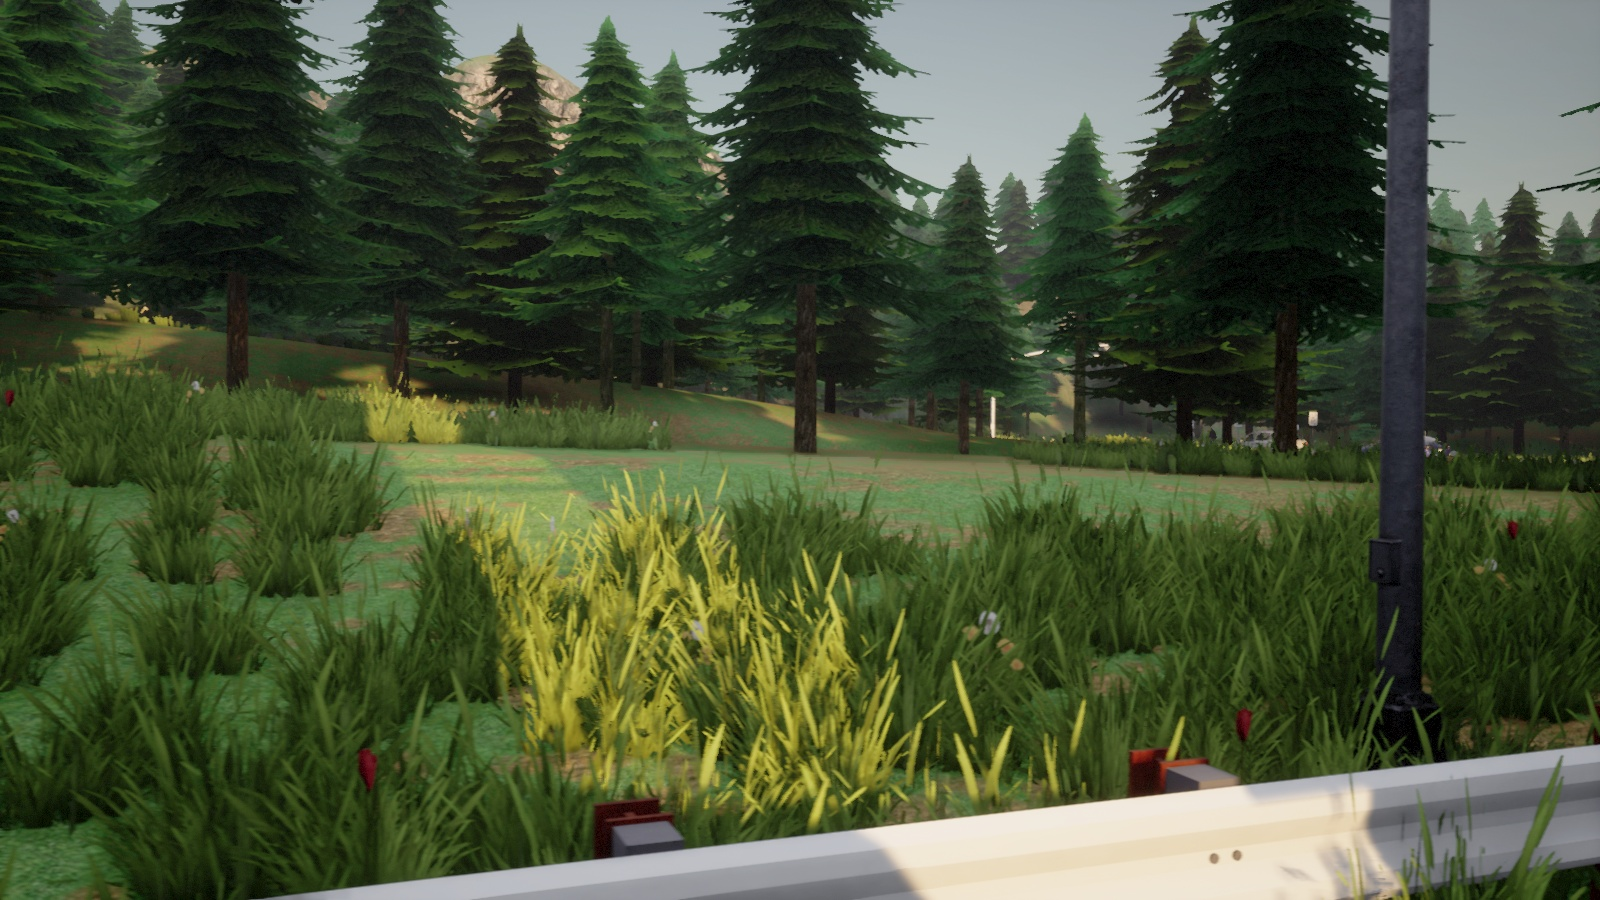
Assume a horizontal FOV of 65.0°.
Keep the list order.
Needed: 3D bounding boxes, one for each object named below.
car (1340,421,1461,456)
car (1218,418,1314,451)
[{"bbox_3d":[27.233,-0.548,57.129,2.163,1.488,4.792,-1,1,-20],"label":"car"},{"bbox_3d":[24.234,-0.808,65.512,2.242,1.667,4.611,-1,1,-20],"label":"car"}]
